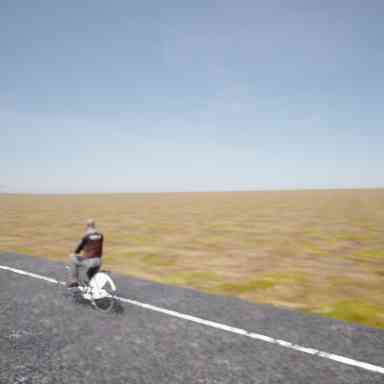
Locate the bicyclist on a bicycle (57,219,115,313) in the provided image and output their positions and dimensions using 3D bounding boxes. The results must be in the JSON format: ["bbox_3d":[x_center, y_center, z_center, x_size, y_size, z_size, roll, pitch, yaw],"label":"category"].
[{"bbox_3d":[-2.166,1.413,6.628,1.843,1.776,0.659,0,0,36],"label":"bicyclist on a bicycle"}]
